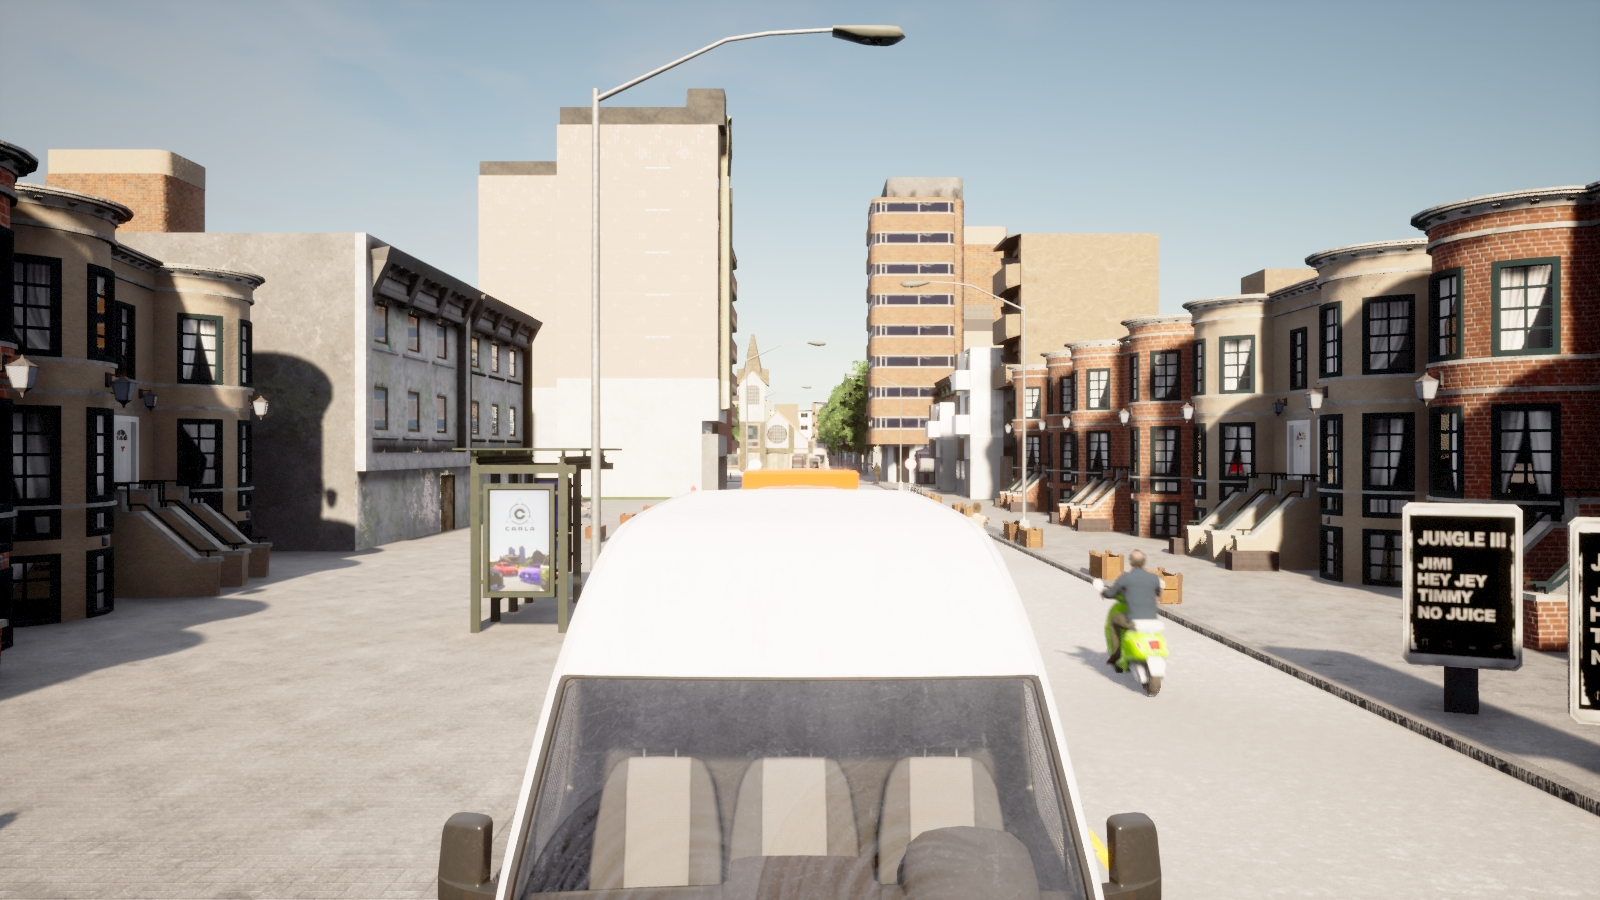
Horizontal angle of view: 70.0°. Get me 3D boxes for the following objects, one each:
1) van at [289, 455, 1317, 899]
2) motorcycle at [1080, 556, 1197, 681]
[{"bbox_3d":[0.007,1.317,5.167,1.988,2.561,5.915,0,0,0],"label":"van"},{"bbox_3d":[4.002,1.968,13.668,0.856,1.236,1.805,0,0,0],"label":"motorcycle"}]
